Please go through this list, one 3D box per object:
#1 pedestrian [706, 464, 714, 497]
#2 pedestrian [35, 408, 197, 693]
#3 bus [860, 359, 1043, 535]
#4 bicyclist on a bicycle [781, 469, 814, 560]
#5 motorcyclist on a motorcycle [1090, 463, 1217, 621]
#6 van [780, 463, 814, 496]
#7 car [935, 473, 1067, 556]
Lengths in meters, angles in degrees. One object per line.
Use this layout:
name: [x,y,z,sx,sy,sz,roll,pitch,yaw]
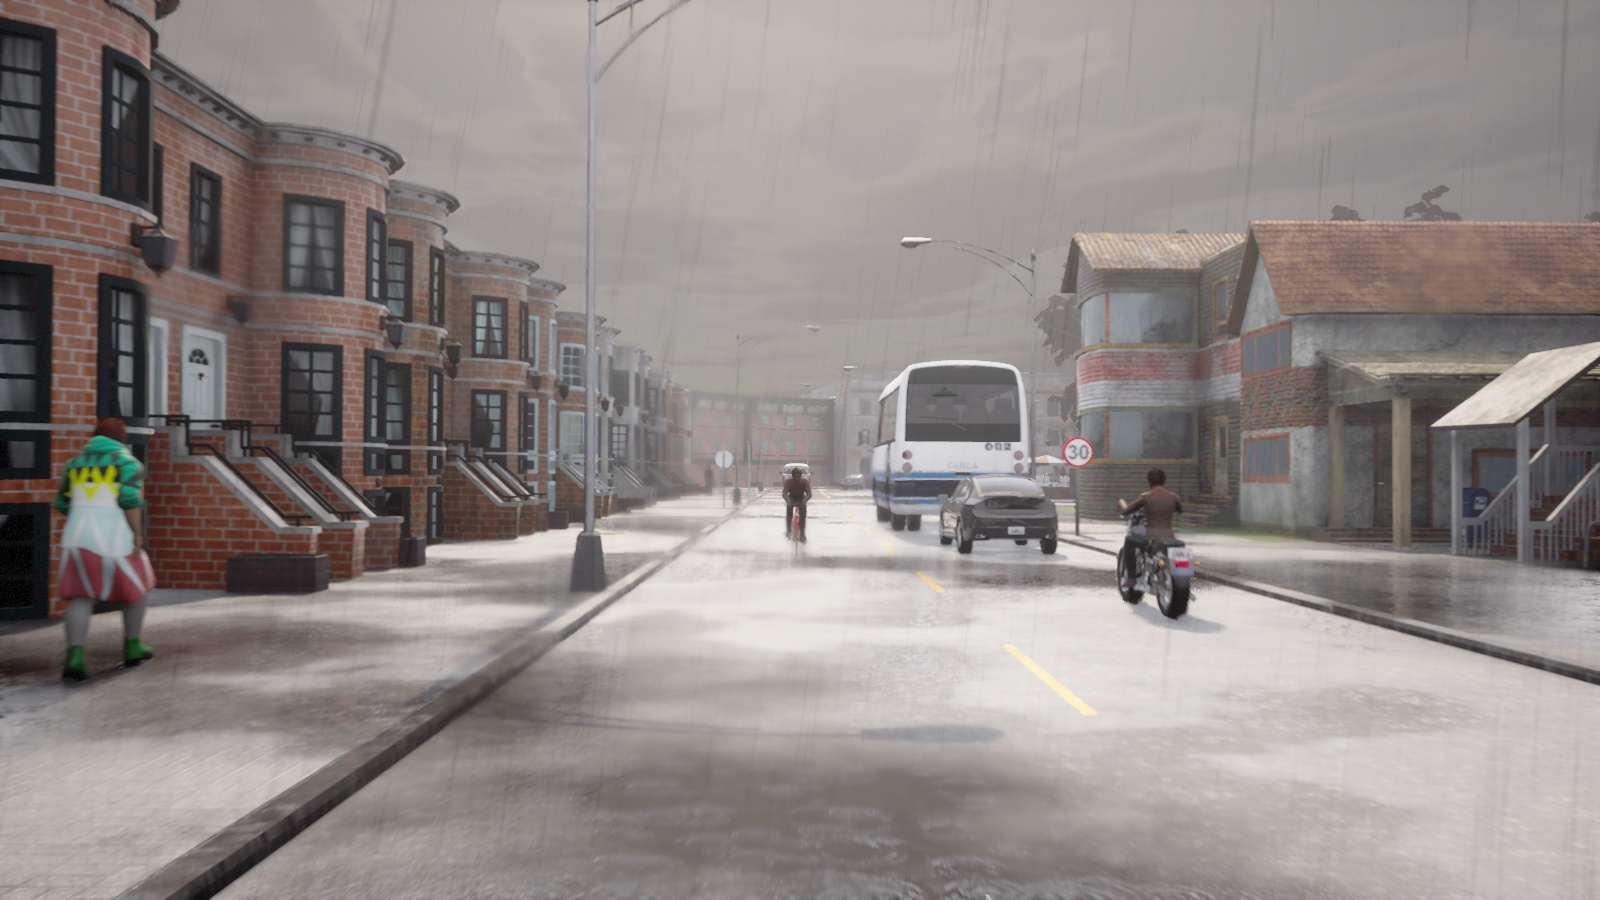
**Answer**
pedestrian: [-5.259,1.772,73.306,0.402,1.930,0.666,0,-1,-6]
pedestrian: [-4.914,0.696,9.070,0.659,1.952,0.873,0,-1,3]
bus: [3.901,0.017,35.511,3.944,4.253,10.273,0,-1,0]
bicyclist on a bicycle: [-0.054,1.157,23.260,0.582,1.620,1.656,0,-1,0]
motorcyclist on a motorcycle: [3.967,0.989,14.314,0.766,1.649,2.350,0,-1,0]
van: [-0.208,1.868,79.413,2.069,2.038,4.480,0,-1,0]
car: [3.941,1.229,25.418,1.837,1.490,4.892,0,-1,0]
